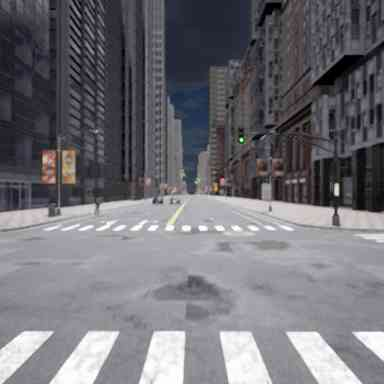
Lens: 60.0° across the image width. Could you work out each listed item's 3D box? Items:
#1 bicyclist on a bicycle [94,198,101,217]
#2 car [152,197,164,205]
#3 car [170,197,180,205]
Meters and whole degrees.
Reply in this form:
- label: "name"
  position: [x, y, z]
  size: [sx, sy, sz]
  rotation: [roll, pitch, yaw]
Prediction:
- label: "bicyclist on a bicycle"
  position: [-8.718, 1.433, 30.580]
  size: [0.659, 1.776, 1.843]
  rotation: [0, 0, 0]
- label: "car"
  position: [-6.445, 1.631, 63.359]
  size: [1.882, 1.535, 5.008]
  rotation: [0, 0, 0]
- label: "car"
  position: [-3.195, 1.644, 63.356]
  size: [2.128, 1.511, 4.902]
  rotation: [0, 0, 0]
